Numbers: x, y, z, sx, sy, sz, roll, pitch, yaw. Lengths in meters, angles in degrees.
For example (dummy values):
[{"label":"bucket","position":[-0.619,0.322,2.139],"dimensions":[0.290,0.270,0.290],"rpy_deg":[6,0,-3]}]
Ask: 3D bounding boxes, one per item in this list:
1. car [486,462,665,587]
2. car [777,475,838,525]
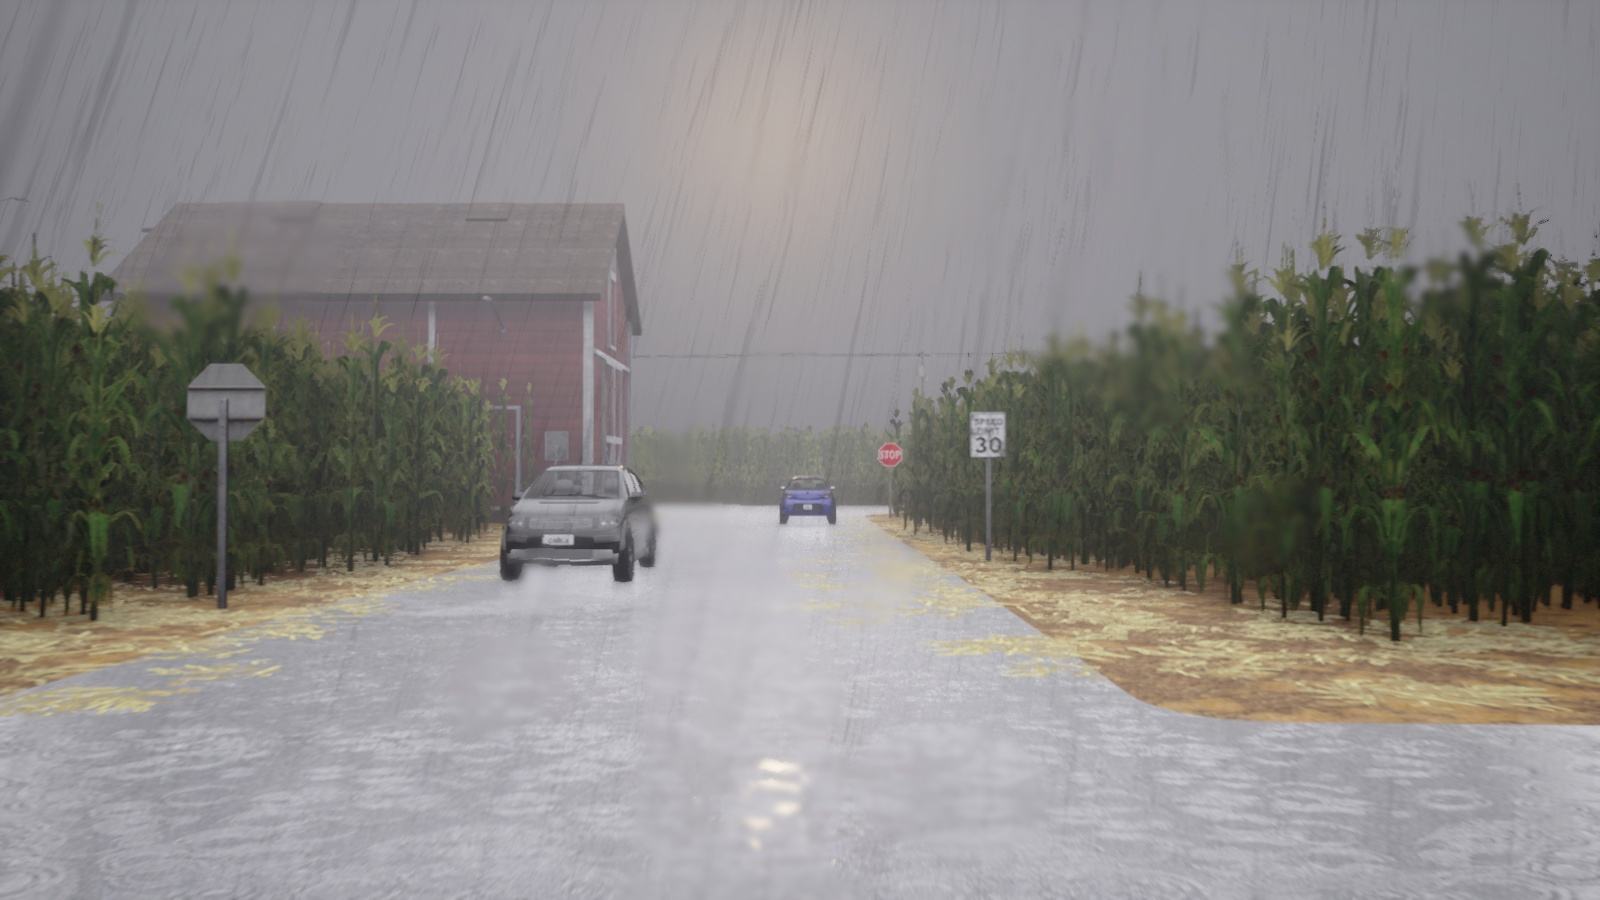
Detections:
[{"label":"car","position":[-2.982,0.964,17.408],"dimensions":[1.789,1.549,3.705],"rpy_deg":[0,-1,0]},{"label":"car","position":[0.245,1.527,39.458],"dimensions":[1.816,1.474,4.193],"rpy_deg":[0,-1,0]}]
